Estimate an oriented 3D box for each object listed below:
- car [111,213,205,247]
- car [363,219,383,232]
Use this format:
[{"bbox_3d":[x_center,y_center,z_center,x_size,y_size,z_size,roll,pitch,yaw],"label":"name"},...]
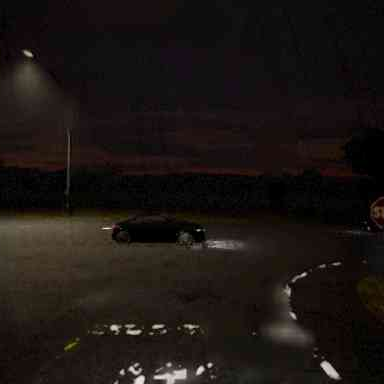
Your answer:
[{"bbox_3d":[-1.516,1.650,15.163,4.181,1.385,1.994,1,0,0],"label":"car"},{"bbox_3d":[14.431,2.096,22.130,5.357,1.411,2.033,2,1,0],"label":"car"}]
